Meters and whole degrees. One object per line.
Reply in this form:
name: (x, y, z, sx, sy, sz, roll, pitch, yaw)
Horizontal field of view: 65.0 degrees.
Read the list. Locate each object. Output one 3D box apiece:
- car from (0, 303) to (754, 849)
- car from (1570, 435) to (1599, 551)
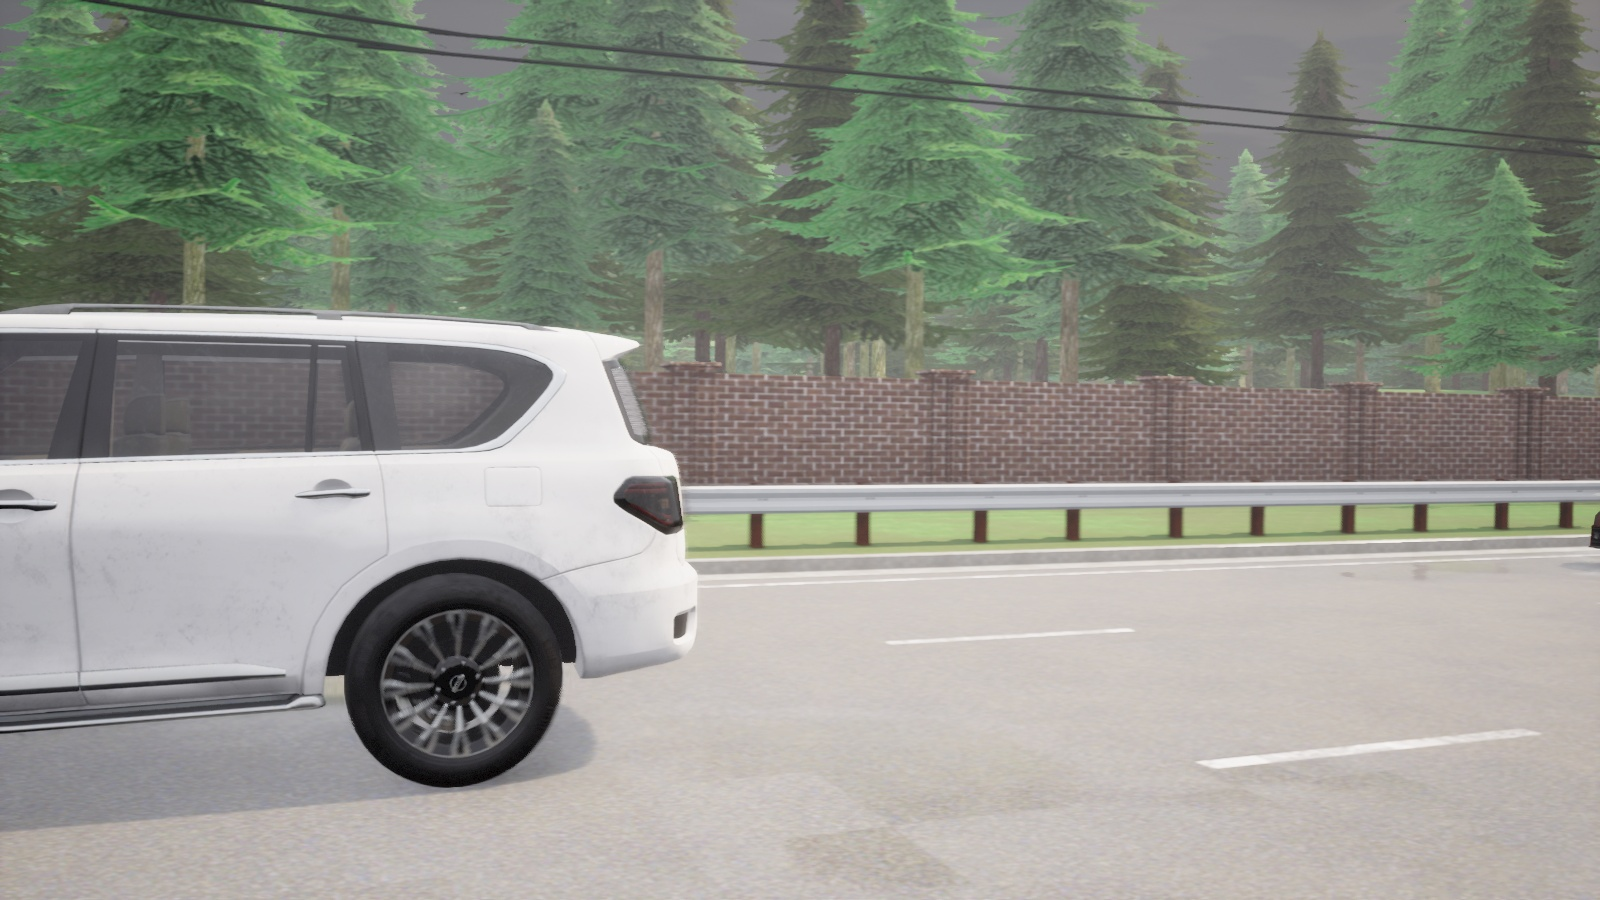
car: (-3.205, 0.458, 5.763, 5.566, 2.045, 2.150, -1, 1, -21)
car: (11.732, 0.487, 15.183, 4.181, 1.385, 1.994, -1, 1, -21)
